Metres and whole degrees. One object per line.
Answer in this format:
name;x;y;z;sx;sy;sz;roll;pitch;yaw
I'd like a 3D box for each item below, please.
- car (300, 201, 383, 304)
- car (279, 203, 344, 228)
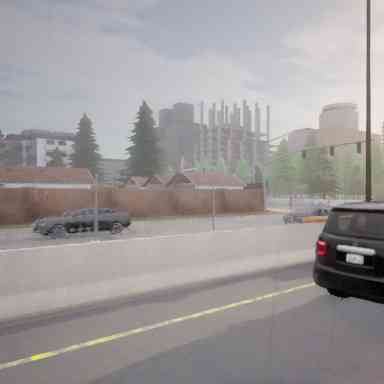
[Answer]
car;4.961;1.223;7.267;5.566;2.045;2.150;0;0;-36
car;8.221;1.525;22.675;4.674;1.442;1.812;0;0;-35
